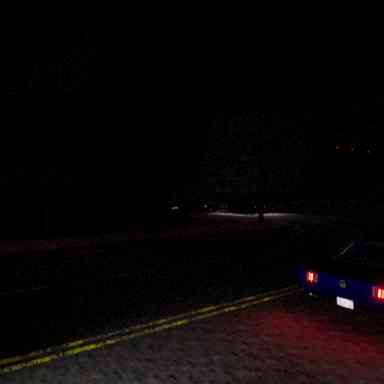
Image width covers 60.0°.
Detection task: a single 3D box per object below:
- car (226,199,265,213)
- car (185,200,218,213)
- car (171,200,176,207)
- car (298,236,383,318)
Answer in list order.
[{"bbox_3d":[5.788,1.502,36.275,1.837,1.490,4.892,0,0,-36],"label":"car"},{"bbox_3d":[0.753,1.598,37.293,1.895,1.301,4.718,0,0,-36],"label":"car"},{"bbox_3d":[-4.313,1.489,50.404,2.128,1.511,4.902,0,0,-35],"label":"car"},{"bbox_3d":[4.427,1.600,6.925,4.718,1.301,1.895,0,0,-35],"label":"car"}]
